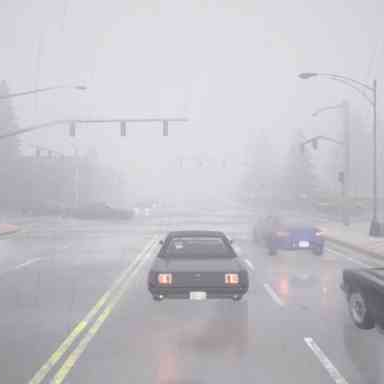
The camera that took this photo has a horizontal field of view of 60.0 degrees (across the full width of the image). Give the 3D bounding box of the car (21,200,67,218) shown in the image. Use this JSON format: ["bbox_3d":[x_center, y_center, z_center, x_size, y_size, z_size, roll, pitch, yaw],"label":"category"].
[{"bbox_3d":[-12.547,1.505,29.668,4.892,1.490,1.837,0,0,-4],"label":"car"}]

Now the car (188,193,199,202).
[{"bbox_3d":[0.360,1.223,74.852,2.150,2.045,5.566,0,0,0],"label":"car"}]

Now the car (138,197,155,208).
[{"bbox_3d":[-6.872,1.525,47.371,1.812,1.442,4.674,0,0,0],"label":"car"}]

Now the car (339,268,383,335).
[{"bbox_3d":[3.615,1.601,3.968,1.895,1.301,4.718,0,0,0],"label":"car"}]

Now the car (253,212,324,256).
[{"bbox_3d":[3.643,1.525,13.071,1.812,1.442,4.674,0,0,0],"label":"car"}]

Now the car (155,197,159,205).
[{"bbox_3d":[-6.815,1.563,57.395,1.994,1.385,4.181,0,0,0],"label":"car"}]

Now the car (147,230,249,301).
[{"bbox_3d":[0.103,1.601,8.282,1.895,1.301,4.718,0,0,0],"label":"car"}]

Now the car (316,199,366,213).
[{"bbox_3d":[16.095,1.477,36.046,5.008,1.535,1.882,0,0,0],"label":"car"}]

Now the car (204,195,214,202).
[{"bbox_3d":[3.864,1.353,74.956,2.097,1.767,4.553,0,0,0],"label":"car"}]

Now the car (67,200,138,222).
[{"bbox_3d":[-6.855,1.525,25.832,4.674,1.442,1.812,0,0,1],"label":"car"}]
